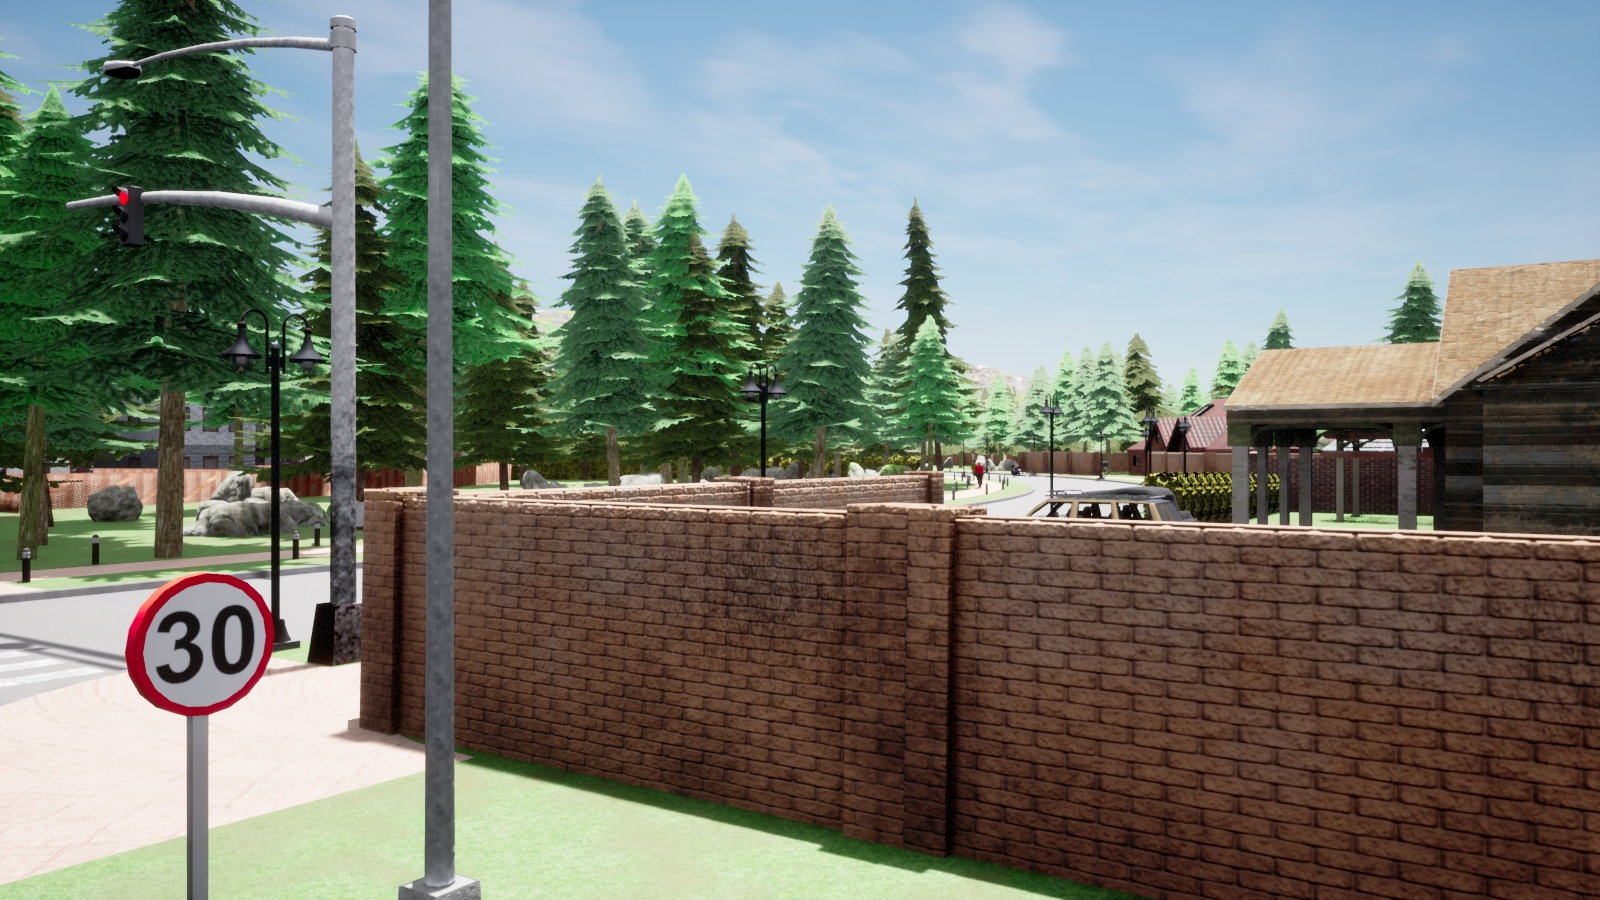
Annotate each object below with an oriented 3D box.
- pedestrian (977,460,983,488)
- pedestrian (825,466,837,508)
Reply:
[{"bbox_3d":[12.243,1.642,77.782,0.375,1.860,0.375,0,0,13],"label":"pedestrian"},{"bbox_3d":[1.392,1.646,50.761,0.375,1.860,0.375,0,0,34],"label":"pedestrian"}]
